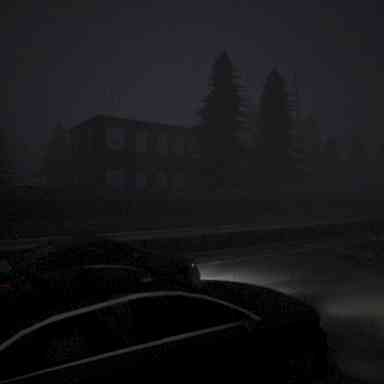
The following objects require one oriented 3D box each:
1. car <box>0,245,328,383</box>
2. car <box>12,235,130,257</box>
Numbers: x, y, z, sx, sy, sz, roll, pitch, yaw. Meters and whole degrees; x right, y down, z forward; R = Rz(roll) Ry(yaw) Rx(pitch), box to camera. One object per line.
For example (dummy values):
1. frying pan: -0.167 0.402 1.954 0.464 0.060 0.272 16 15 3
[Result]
1. car: -0.609 1.504 3.312 4.902 1.511 2.128 1 0 -35
2. car: -1.849 1.585 6.728 4.181 1.385 1.994 1 0 -36
